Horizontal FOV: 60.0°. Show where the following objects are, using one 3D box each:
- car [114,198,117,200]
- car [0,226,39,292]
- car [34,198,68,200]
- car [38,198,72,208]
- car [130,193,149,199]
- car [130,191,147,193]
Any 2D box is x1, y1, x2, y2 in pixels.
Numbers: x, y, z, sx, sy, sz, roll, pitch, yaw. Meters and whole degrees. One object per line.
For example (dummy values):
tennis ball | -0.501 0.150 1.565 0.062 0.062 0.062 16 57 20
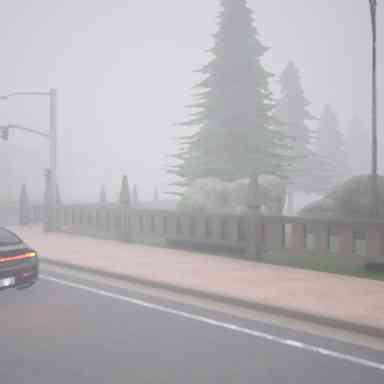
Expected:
car | -13.023 1.226 64.426 1.837 1.490 4.892 0 3 36
car | -5.565 1.510 7.914 4.892 1.490 1.837 0 0 36
car | -18.191 1.571 45.250 2.033 1.411 5.357 0 0 36
car | -20.010 1.589 48.706 1.994 1.385 4.181 0 0 36
car | -9.237 1.381 57.752 1.812 1.442 4.674 0 2 36
car | -10.517 0.964 61.949 2.150 2.045 5.566 0 3 36
